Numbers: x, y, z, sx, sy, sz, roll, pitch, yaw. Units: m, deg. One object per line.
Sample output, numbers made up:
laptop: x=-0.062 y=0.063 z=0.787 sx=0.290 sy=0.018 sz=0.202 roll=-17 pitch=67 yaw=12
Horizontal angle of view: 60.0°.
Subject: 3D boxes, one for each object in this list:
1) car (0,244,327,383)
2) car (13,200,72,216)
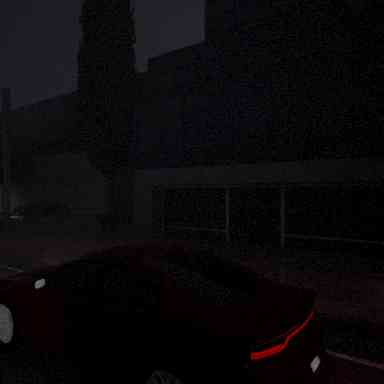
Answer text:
car: x=-0.849 y=1.478 z=4.592 sx=5.008 sy=1.535 sz=1.882 roll=-1 pitch=0 yaw=35
car: x=-14.686 y=1.547 z=32.988 sx=2.033 sy=1.411 sz=5.357 roll=0 pitch=0 yaw=36
